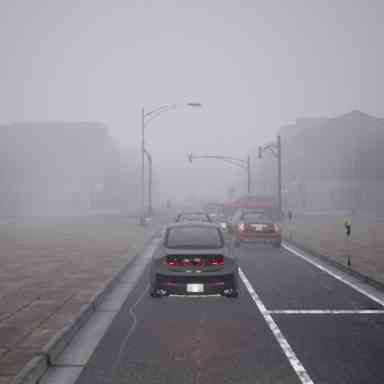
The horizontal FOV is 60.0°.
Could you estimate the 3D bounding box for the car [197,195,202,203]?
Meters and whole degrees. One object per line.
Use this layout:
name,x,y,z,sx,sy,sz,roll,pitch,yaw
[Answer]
car,2.523,1.830,63.447,1.947,1.339,4.313,1,-1,0

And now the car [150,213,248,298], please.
car,0.022,1.512,8.525,1.837,1.490,4.892,0,0,-1

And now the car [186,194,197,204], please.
car,-0.149,1.558,71.827,2.150,2.045,5.566,0,-1,0

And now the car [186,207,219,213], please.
car,0.060,1.619,16.032,1.895,1.301,4.718,0,0,0

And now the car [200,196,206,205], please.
car,2.557,1.705,47.135,1.947,1.339,4.313,1,0,0

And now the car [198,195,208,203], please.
car,2.494,1.735,79.763,2.192,1.841,5.009,1,-1,0

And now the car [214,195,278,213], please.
car,5.183,1.313,30.672,5.566,2.045,2.150,0,-1,11

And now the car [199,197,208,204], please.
car,2.501,1.892,74.492,1.752,1.417,4.829,1,-1,0

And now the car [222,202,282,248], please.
car,2.630,1.457,14.952,1.967,1.590,4.097,2,0,0

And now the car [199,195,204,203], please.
car,2.547,1.703,52.742,1.752,1.417,4.829,1,0,0

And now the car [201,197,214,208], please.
car,2.569,1.673,41.698,1.947,1.339,4.313,1,0,0
